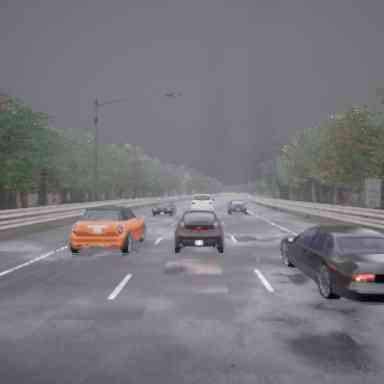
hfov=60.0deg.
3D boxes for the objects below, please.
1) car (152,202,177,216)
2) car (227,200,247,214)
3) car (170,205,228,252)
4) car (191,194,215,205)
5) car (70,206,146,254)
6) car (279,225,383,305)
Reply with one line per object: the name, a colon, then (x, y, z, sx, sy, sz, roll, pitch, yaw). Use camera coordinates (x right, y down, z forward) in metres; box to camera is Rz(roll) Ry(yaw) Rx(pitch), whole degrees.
car: (-2.538, 1.600, 31.589, 1.895, 1.301, 4.718, 0, 0, 3)
car: (4.650, 1.539, 34.751, 1.812, 1.442, 4.674, 0, 0, 3)
car: (0.299, 1.496, 13.870, 1.837, 1.490, 4.892, 0, 0, 1)
car: (1.088, 1.229, 33.858, 2.150, 2.045, 5.566, 0, 0, 3)
car: (-3.207, 1.339, 13.554, 2.097, 1.767, 4.553, 0, 0, 1)
car: (3.682, 1.545, 8.300, 2.033, 1.411, 5.357, 0, 0, 1)
